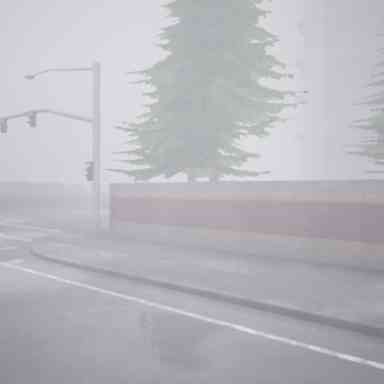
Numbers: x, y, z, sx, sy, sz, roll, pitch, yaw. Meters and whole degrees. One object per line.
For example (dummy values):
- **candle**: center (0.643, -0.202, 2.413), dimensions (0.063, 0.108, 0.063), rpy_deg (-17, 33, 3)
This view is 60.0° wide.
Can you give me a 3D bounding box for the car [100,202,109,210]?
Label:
- **car**: center (-8.321, 1.354, 38.242), dimensions (1.895, 1.301, 4.718), rpy_deg (0, 0, 35)
